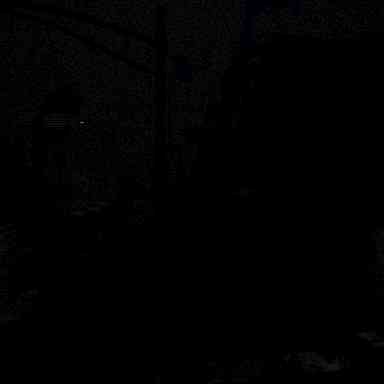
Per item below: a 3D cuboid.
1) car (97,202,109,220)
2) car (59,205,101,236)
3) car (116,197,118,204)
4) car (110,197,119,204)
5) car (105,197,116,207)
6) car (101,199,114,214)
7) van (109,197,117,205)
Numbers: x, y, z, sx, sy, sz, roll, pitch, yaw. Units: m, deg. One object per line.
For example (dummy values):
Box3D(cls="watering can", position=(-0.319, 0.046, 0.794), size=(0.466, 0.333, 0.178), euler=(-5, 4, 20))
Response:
Box3D(cls="car", position=(-8.938, 1.897, 30.744), size=(1.802, 1.307, 4.206), euler=(-1, 0, -11))
Box3D(cls="car", position=(-6.755, 1.748, 19.897), size=(1.887, 1.381, 4.507), euler=(-1, 0, -11))
Box3D(cls="car", position=(-15.490, 2.204, 63.285), size=(2.008, 1.369, 4.403), euler=(-1, 0, -11))
Box3D(cls="car", position=(-20.955, 2.251, 90.402), size=(2.192, 1.841, 5.009), euler=(-1, 0, -11))
Box3D(cls="car", position=(-12.217, 1.924, 47.015), size=(1.967, 1.590, 4.097), euler=(-1, 0, -11))
Box3D(cls="car", position=(-11.123, 1.973, 41.591), size=(1.887, 1.381, 4.507), euler=(-1, 0, -11))
Box3D(cls="van", position=(-18.770, 2.163, 79.556), size=(1.690, 1.788, 3.998), euler=(-1, 0, -11))
